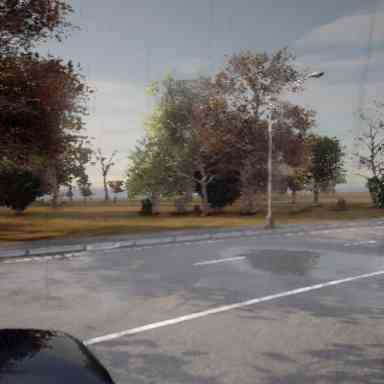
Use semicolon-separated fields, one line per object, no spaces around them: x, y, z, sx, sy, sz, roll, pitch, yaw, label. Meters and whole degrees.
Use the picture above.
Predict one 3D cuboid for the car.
-2.453;1.552;1.852;4.181;1.385;1.994;0;0;-36;car
